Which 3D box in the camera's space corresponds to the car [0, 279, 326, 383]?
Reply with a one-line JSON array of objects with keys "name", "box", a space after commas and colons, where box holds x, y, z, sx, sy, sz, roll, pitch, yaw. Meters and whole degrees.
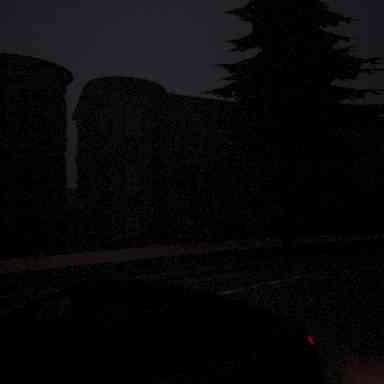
[{"name": "car", "box": [-0.817, 1.557, 2.759, 4.181, 1.385, 1.994, 0, 0, -33]}]
